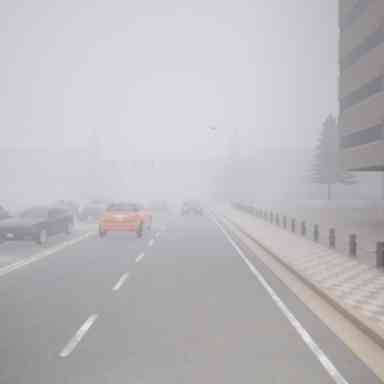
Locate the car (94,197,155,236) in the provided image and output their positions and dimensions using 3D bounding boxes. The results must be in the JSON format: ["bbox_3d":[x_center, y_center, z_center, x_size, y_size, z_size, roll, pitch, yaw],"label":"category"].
[{"bbox_3d":[-3.401,1.266,17.747,2.097,1.767,4.553,0,0,0],"label":"car"}]

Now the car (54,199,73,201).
[{"bbox_3d":[-10.540,1.358,27.124,2.128,1.511,4.902,0,0,1],"label":"car"}]

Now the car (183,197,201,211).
[{"bbox_3d":[0.032,1.375,39.031,1.994,1.385,4.181,0,0,1],"label":"car"}]

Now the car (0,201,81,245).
[{"bbox_3d":[-7.083,1.403,15.426,1.882,1.535,5.008,0,0,0],"label":"car"}]

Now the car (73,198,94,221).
[{"bbox_3d":[-7.054,1.230,25.387,2.097,1.767,4.553,0,0,0],"label":"car"}]

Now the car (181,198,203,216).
[{"bbox_3d":[0.030,1.454,30.197,1.895,1.301,4.718,0,0,1],"label":"car"}]

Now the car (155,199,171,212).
[{"bbox_3d":[-3.431,1.391,35.743,1.994,1.385,4.181,0,0,0],"label":"car"}]
